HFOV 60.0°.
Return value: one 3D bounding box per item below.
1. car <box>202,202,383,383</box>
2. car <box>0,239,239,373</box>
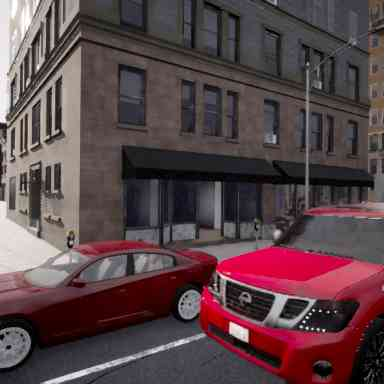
[{"bbox_3d":[2.779,1.222,5.350,5.566,2.045,2.150,0,0,-35],"label":"car"},{"bbox_3d":[-1.564,1.545,5.638,4.507,1.381,1.887,0,1,-35],"label":"car"}]
